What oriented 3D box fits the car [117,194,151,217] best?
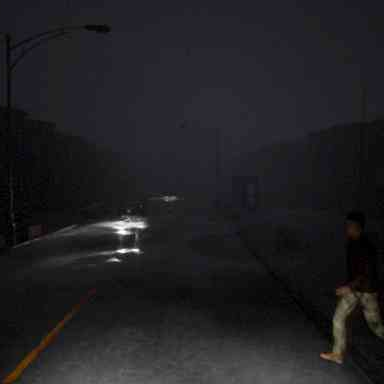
[{"bbox_3d":[-4.056,0.916,23.843,2.128,1.511,4.902,0,1,0],"label":"car"}]

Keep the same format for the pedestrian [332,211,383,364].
[{"bbox_3d":[1.931,1.093,3.855,0.375,1.860,0.375,0,1,0],"label":"pedestrian"}]

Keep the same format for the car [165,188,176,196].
[{"bbox_3d":[-3.911,0.012,61.353,2.128,1.511,4.902,0,1,1],"label":"car"}]
